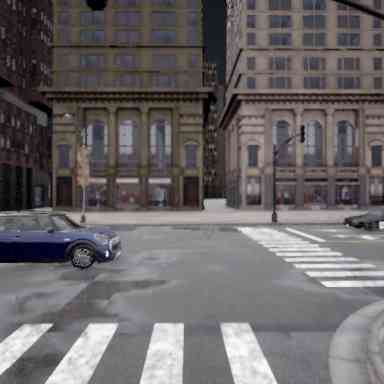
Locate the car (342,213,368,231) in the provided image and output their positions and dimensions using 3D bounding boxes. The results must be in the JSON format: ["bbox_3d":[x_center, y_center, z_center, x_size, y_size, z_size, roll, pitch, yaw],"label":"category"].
[{"bbox_3d":[12.423,1.690,20.954,5.357,1.411,2.033,0,-1,0],"label":"car"}]

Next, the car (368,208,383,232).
[{"bbox_3d":[12.529,1.594,17.707,4.902,1.511,2.128,0,-1,0],"label":"car"}]

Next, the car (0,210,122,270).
[{"bbox_3d":[-4.684,1.463,10.960,4.553,1.767,2.097,0,-1,0],"label":"car"}]
